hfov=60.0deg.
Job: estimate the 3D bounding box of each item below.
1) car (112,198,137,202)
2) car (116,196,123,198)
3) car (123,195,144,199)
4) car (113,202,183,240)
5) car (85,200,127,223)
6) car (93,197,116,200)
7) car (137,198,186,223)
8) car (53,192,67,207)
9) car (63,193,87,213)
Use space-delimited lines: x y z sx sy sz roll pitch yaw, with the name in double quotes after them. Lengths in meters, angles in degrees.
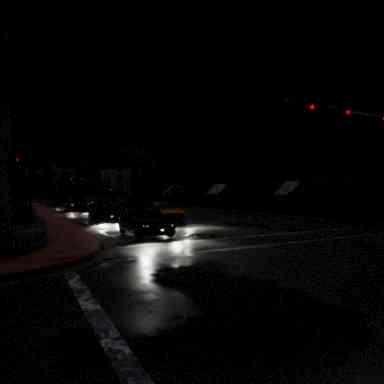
-6.478 1.583 32.790 1.895 1.301 4.718 0 0 -27 "car"
-13.422 1.456 61.505 1.812 1.442 4.674 0 0 -27 "car"
-8.817 1.287 52.656 2.097 1.767 4.553 0 0 -27 "car"
-2.487 1.513 17.533 1.837 1.490 4.892 0 0 -27 "car"
-6.611 1.568 25.458 1.994 1.385 4.181 0 0 -28 "car"
-11.858 1.469 43.156 2.128 1.511 4.902 0 0 -27 "car"
-2.172 1.465 24.514 1.882 1.535 5.008 0 0 -27 "car"
-20.412 1.020 52.187 2.150 2.045 5.566 0 0 -27 "car"
-12.964 1.351 37.679 2.097 1.767 4.553 0 0 -27 "car"
